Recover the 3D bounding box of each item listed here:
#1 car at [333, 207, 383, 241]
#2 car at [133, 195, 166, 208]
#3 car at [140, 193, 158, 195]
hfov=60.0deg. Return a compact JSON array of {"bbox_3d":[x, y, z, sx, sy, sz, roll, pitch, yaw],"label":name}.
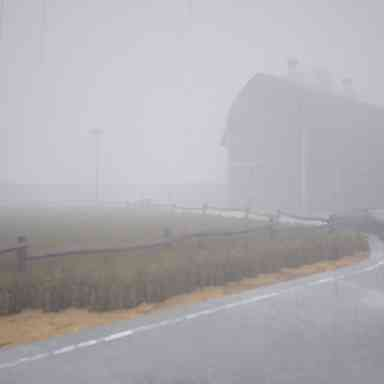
[{"bbox_3d":[8.989,1.486,16.634,1.812,1.442,4.674,1,0,-17],"label":"car"},{"bbox_3d":[-4.717,1.444,36.228,2.128,1.511,4.902,0,0,-38],"label":"car"},{"bbox_3d":[-8.194,1.143,59.445,5.566,2.045,2.150,0,0,41],"label":"car"}]
